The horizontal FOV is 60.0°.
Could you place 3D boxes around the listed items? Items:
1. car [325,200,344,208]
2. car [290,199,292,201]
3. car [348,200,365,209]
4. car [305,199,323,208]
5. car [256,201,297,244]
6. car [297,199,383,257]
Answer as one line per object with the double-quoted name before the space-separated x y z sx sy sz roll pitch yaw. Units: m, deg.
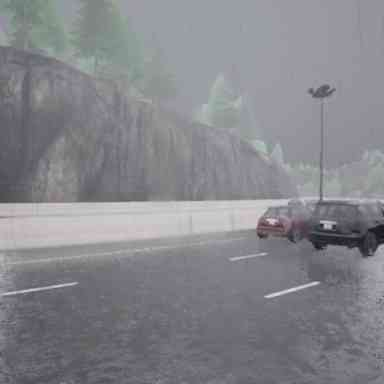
"car" 25.594 2.136 59.641 2.033 1.411 5.357 0 0 36
"car" 19.595 2.068 63.296 1.837 1.490 4.892 0 0 36
"car" 28.884 2.110 58.225 1.837 1.490 4.892 0 0 36
"car" 22.581 2.080 61.475 1.837 1.490 4.892 0 0 36
"car" 5.396 1.504 17.067 4.553 1.767 2.097 1 -1 -40
"car" 7.019 1.370 13.843 5.566 2.045 2.150 0 0 -40
